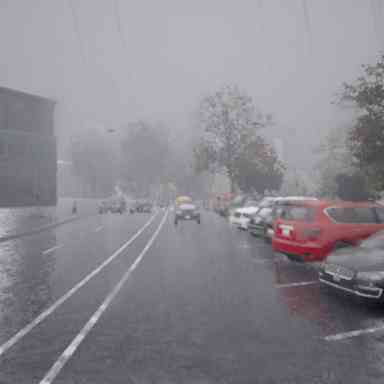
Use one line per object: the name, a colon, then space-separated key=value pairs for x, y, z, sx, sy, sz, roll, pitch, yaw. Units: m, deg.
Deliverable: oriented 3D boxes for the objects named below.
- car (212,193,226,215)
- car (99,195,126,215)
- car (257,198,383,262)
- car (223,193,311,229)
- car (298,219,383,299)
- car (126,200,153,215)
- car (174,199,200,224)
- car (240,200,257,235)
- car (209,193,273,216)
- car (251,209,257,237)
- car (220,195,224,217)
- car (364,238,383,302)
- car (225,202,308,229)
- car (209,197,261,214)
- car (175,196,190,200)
car: x=4.739 y=1.185 z=28.591 sx=5.566 sy=2.045 sz=2.435 roll=0 pitch=1 yaw=-22
car: x=-7.752 y=1.230 z=32.984 sx=2.097 sy=1.767 sz=4.553 roll=0 pitch=1 yaw=-2
car: x=5.273 y=1.320 z=10.789 sx=5.566 sy=2.045 sz=2.435 roll=1 pitch=0 yaw=-21
car: x=5.035 y=1.296 z=19.679 sx=5.566 sy=2.045 sz=2.435 roll=1 pitch=1 yaw=-22
car: x=5.291 y=1.560 z=7.797 sx=4.892 sy=1.521 sz=2.231 roll=1 pitch=0 yaw=-21
car: x=-4.947 y=1.445 z=32.891 sx=1.994 sy=1.385 sz=4.181 roll=0 pitch=1 yaw=-2
car: x=-0.369 y=1.525 z=24.981 sx=1.812 sy=1.442 sz=4.674 roll=0 pitch=1 yaw=-2
car: x=5.105 y=1.440 z=16.711 sx=4.553 sy=1.767 sz=2.185 roll=1 pitch=0 yaw=-22
car: x=4.667 y=1.140 z=31.592 sx=5.566 sy=2.045 sz=2.435 roll=0 pitch=1 yaw=-23
car: x=5.220 y=1.603 z=13.763 sx=4.792 sy=1.488 sz=2.163 roll=1 pitch=0 yaw=-21
car: x=4.902 y=1.356 z=25.651 sx=4.553 sy=1.767 sz=2.185 roll=0 pitch=1 yaw=-22
car: x=5.304 y=1.535 z=4.827 sx=5.008 sy=1.535 sz=2.097 roll=1 pitch=-1 yaw=-21
car: x=5.140 y=1.518 z=22.751 sx=5.366 sy=1.575 sz=1.946 roll=1 pitch=0 yaw=-22
car: x=4.501 y=1.347 z=34.551 sx=4.892 sy=1.521 sz=2.231 roll=0 pitch=1 yaw=-23
car: x=-0.942 y=1.259 z=39.356 sx=1.882 sy=1.535 sz=5.008 roll=0 pitch=1 yaw=-1
